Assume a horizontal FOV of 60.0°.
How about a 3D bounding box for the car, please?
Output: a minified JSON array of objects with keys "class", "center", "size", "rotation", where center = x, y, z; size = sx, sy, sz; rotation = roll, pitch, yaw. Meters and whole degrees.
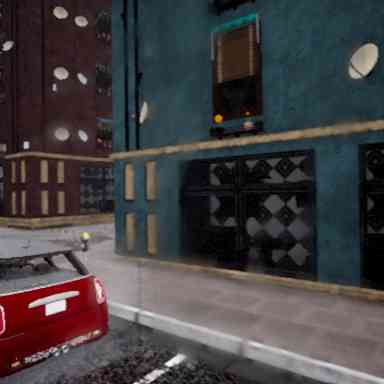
[{"class":"car","center":[-3.250,1.439,5.211],"size":[4.097,1.590,1.967],"rotation":[0,-1,36]}]
